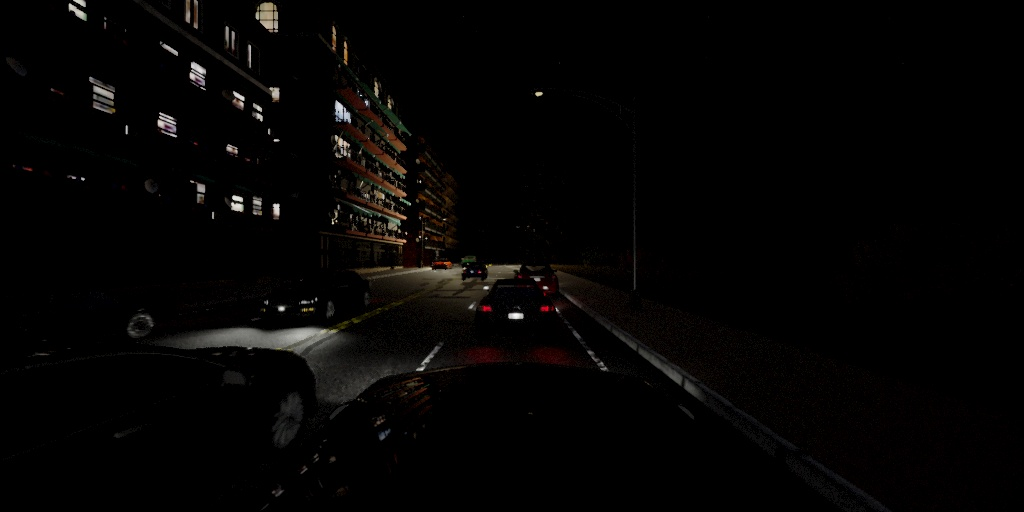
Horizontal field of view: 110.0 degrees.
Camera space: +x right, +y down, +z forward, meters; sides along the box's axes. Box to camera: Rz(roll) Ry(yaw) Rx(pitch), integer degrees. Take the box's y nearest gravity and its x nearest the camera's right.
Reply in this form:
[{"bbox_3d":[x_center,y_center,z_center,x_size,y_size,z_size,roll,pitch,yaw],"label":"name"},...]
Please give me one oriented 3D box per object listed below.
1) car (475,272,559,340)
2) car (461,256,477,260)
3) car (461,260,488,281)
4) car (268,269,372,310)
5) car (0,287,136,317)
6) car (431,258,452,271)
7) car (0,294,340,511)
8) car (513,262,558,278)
[{"bbox_3d":[0.106,1.315,10.036,1.994,1.385,4.181,0,0,1],"label":"car"},{"bbox_3d":[-6.514,0.970,55.400,2.150,2.045,5.566,0,0,0],"label":"car"},{"bbox_3d":[-3.113,1.298,30.597,2.033,1.411,5.357,0,0,1],"label":"car"},{"bbox_3d":[-6.585,1.256,12.675,1.837,1.490,4.892,0,0,0],"label":"car"},{"bbox_3d":[-9.843,1.351,7.284,1.895,1.301,4.718,0,0,0],"label":"car"},{"bbox_3d":[-9.775,1.103,49.901,2.097,1.767,4.553,0,0,0],"label":"car"},{"bbox_3d":[-3.151,1.254,2.132,1.837,1.490,4.892,0,0,0],"label":"car"},{"bbox_3d":[1.161,1.103,18.615,2.097,1.767,4.553,0,0,0],"label":"car"}]
